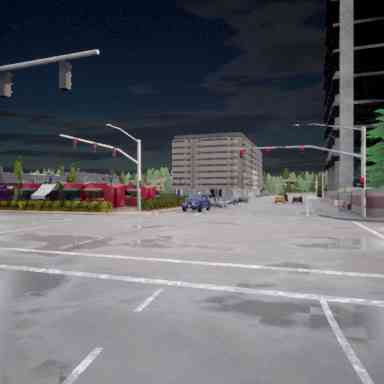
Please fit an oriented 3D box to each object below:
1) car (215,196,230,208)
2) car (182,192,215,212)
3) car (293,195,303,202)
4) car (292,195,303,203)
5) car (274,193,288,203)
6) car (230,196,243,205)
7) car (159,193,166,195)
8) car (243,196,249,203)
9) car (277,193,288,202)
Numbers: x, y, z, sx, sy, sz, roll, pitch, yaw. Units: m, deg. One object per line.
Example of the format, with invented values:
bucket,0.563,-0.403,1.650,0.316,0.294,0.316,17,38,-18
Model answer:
car,3.746,1.601,48.558,1.895,1.301,4.718,0,0,19
car,0.597,1.221,39.317,2.150,2.045,5.566,0,0,19
car,24.742,1.525,77.344,2.128,1.511,4.902,0,0,19
car,21.449,1.478,67.601,1.882,1.535,5.008,0,0,19
car,18.236,1.478,69.005,1.882,1.535,5.008,0,0,19
car,6.869,1.491,57.676,2.128,1.511,4.902,0,0,19
car,-7.964,1.209,81.445,4.605,1.855,1.932,0,0,19
car,10.343,1.547,67.663,2.033,1.411,5.357,0,0,19
car,21.547,1.225,78.822,2.150,2.045,5.566,0,0,19
